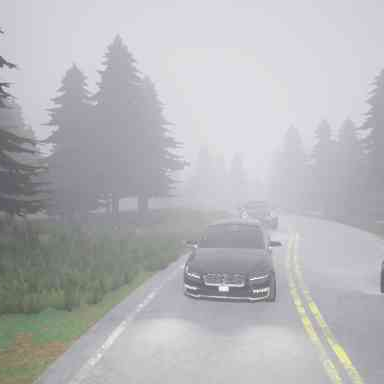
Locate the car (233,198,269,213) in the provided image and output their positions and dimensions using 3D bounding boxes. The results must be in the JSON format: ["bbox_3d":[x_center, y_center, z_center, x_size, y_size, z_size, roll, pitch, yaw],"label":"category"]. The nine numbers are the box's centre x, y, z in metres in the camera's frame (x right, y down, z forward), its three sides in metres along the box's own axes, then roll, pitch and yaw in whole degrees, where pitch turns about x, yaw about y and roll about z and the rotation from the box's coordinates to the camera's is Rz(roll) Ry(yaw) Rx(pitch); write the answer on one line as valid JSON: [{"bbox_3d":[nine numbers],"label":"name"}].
[{"bbox_3d":[6.237,1.410,35.738,1.837,1.490,4.892,2,-1,-16],"label":"car"}]

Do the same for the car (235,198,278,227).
[{"bbox_3d":[3.896,1.270,20.371,2.097,1.767,4.553,-1,0,5],"label":"car"}]

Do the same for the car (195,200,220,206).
[{"bbox_3d":[1.962,1.798,44.867,1.812,1.442,4.674,3,-5,-35],"label":"car"}]

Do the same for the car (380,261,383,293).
[{"bbox_3d":[4.498,1.308,4.647,2.097,1.767,4.553,-1,0,8],"label":"car"}]

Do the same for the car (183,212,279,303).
[{"bbox_3d":[1.099,1.496,8.421,1.837,1.490,4.892,-1,0,13],"label":"car"}]
